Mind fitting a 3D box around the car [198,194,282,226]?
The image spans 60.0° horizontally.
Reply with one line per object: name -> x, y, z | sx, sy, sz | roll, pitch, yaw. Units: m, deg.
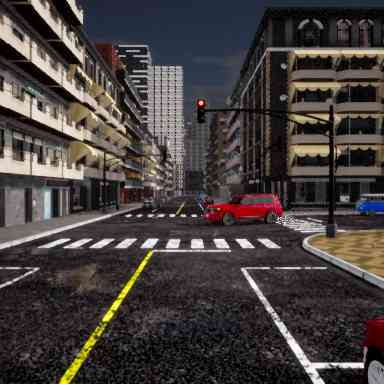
car -> 3.592, 1.209, 23.124 | 5.566, 2.045, 2.150 | 0, -1, -20

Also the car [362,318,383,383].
car -> 2.681, 1.544, 1.811 | 1.887, 1.381, 4.507 | 0, 0, 0

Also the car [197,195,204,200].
car -> 2.521, 1.602, 95.033 | 1.887, 1.381, 4.507 | -1, 0, 0

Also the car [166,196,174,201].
car -> -5.850, 1.633, 89.496 | 1.802, 1.307, 4.206 | -1, 0, 0

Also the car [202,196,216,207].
car -> 2.596, 1.454, 50.810 | 1.967, 1.590, 4.097 | -1, 0, 0

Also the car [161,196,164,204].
car -> -5.783, 1.580, 50.801 | 1.947, 1.339, 4.313 | -1, 0, 0

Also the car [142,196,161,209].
car -> -5.773, 1.561, 45.273 | 2.008, 1.369, 4.403 | -1, 0, 0

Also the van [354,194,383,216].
van -> 15.596, 1.035, 27.404 | 3.998, 1.788, 1.690 | -1, 1, -1

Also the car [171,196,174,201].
car -> -5.831, 1.563, 78.270 | 1.752, 1.417, 4.829 | -1, 0, 0

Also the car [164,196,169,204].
car -> -5.804, 1.462, 61.857 | 1.967, 1.590, 4.097 | -1, 0, 0

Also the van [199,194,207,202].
van -> 2.547, 1.379, 78.449 | 1.690, 1.788, 3.998 | -1, 0, 0

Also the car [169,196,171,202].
car -> -5.812, 1.609, 67.385 | 1.802, 1.307, 4.206 | -1, 0, 0
